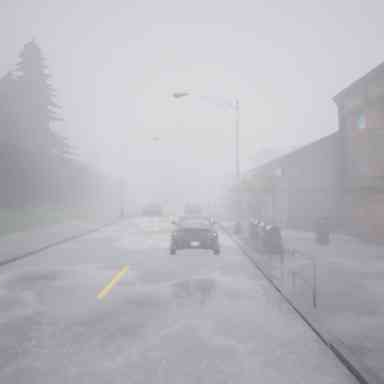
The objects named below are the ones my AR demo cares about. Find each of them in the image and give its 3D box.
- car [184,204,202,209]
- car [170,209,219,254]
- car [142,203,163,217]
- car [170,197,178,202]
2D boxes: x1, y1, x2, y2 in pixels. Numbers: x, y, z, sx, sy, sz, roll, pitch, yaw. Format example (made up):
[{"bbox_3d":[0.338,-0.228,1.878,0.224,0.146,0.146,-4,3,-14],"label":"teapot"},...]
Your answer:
[{"bbox_3d":[0.096,1.870,33.671,2.033,1.411,5.357,0,-1,0],"label":"car"},{"bbox_3d":[0.100,1.660,13.984,1.812,1.442,4.674,0,0,0],"label":"car"},{"bbox_3d":[-4.089,1.886,35.348,2.033,1.411,5.357,0,-1,0],"label":"car"},{"bbox_3d":[-4.030,1.952,75.070,1.812,1.442,4.674,0,-1,0],"label":"car"}]
